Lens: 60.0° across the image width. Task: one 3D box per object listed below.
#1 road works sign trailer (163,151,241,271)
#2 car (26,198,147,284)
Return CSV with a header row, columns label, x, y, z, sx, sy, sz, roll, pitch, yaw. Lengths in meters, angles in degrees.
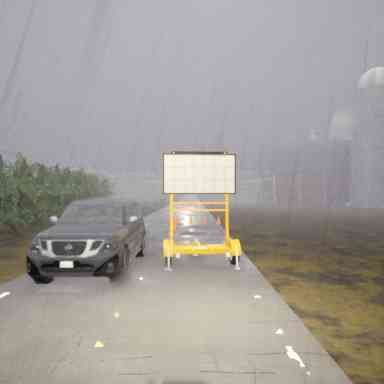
label,x,y,z,sx,sy,sz,roll,pitch,yaw
road works sign trailer,0.231,0.471,11.005,2.380,3.560,2.880,0,0,-4
car,-2.711,1.226,9.981,2.150,2.045,5.566,0,0,0
